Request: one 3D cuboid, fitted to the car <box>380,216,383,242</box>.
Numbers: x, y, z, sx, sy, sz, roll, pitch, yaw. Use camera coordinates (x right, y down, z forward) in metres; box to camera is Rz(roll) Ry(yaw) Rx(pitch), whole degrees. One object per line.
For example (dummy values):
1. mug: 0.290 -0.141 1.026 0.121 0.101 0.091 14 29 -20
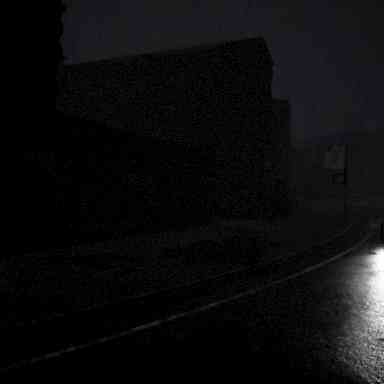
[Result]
1. car: 9.706 1.489 15.080 1.895 1.301 4.718 1 1 33
